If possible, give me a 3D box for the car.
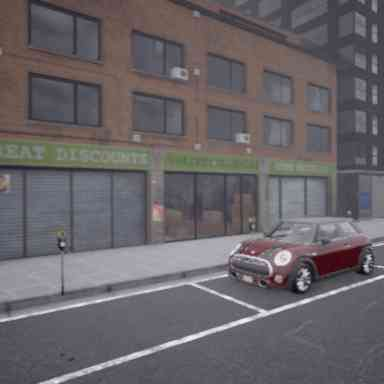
[{"bbox_3d":[2.862,1.401,8.579,4.097,1.590,1.967,0,0,-36],"label":"car"}]
